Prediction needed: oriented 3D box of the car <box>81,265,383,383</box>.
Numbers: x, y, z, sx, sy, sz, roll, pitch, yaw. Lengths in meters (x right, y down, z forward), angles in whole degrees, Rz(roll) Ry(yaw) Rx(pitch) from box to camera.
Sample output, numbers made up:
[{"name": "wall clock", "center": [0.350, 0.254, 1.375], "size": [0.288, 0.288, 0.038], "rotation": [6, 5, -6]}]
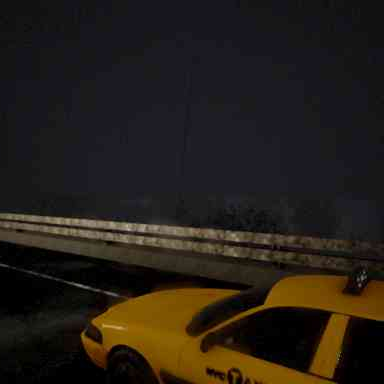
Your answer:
[{"name": "car", "center": [1.178, 1.456, 3.030], "size": [5.366, 1.575, 1.801], "rotation": [0, 0, 36]}]
